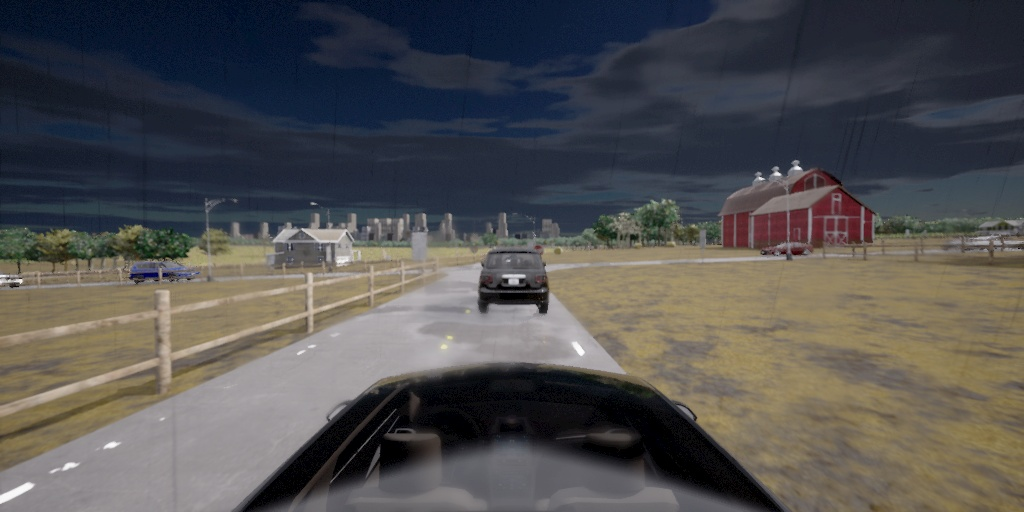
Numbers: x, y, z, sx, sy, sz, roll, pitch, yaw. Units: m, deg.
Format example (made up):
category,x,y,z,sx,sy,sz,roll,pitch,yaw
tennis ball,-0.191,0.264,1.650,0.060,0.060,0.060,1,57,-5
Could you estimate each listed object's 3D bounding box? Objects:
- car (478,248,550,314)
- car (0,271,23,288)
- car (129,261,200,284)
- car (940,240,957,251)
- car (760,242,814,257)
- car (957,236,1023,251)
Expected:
category,x,y,z,sx,sy,sz,roll,pitch,yaw
car,0.055,0.741,12.677,2.150,2.045,5.566,0,1,0
car,-51.986,2.366,35.274,5.566,2.045,2.150,-2,1,0
car,-34.126,1.563,35.265,5.566,2.045,2.150,-3,1,0
car,48.909,-1.276,38.514,4.181,1.385,1.994,-2,1,0
car,29.437,-0.700,38.511,5.008,1.535,1.882,-2,1,0
car,47.991,-1.247,35.687,4.674,1.442,1.812,-2,1,0
